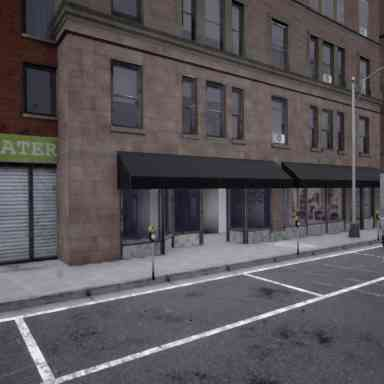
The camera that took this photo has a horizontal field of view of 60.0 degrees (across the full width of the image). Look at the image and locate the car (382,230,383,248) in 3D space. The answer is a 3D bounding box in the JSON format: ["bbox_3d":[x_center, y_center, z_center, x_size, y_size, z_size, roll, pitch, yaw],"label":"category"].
[{"bbox_3d":[9.199,1.540,13.104,4.507,1.381,1.887,0,-1,-35],"label":"car"}]
